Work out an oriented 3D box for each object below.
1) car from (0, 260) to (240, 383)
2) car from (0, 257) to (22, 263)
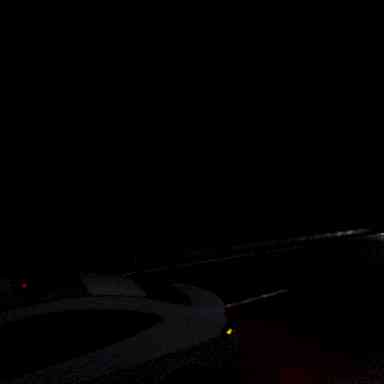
[{"bbox_3d":[-1.647,1.525,2.806,4.674,1.442,1.812,0,0,-35],"label":"car"},{"bbox_3d":[-5.140,1.553,4.618,5.357,1.411,2.033,0,0,-36],"label":"car"}]
